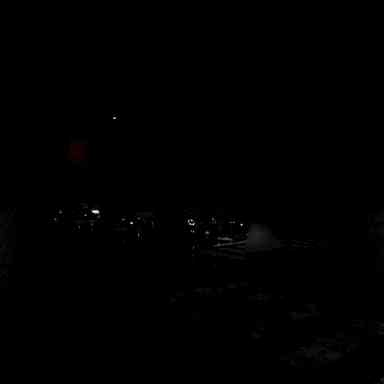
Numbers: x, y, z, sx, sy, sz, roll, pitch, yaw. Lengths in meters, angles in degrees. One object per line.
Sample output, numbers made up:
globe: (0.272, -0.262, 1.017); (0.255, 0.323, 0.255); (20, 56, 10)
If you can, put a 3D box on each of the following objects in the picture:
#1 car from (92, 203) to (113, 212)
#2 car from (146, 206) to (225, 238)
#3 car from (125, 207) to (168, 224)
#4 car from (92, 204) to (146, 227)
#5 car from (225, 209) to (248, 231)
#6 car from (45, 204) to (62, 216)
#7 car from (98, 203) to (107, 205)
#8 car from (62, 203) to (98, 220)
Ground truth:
car: (-15.401, 2.607, 56.888); (1.895, 1.301, 4.718); (0, -1, -36)
car: (-0.510, 1.636, 19.625); (2.097, 1.767, 4.553); (0, -1, -36)
car: (-4.242, 2.082, 30.250); (1.895, 1.301, 4.718); (0, -1, -36)
car: (-6.091, 2.009, 27.277); (2.033, 1.411, 5.357); (0, -1, -35)
car: (1.591, 1.801, 22.261); (1.837, 1.490, 4.892); (0, -1, -36)
car: (-17.763, 2.331, 43.322); (2.128, 1.511, 4.902); (0, -1, -36)
car: (-10.467, 2.230, 38.786); (2.033, 1.411, 5.357); (0, -1, -36)
car: (-11.931, 2.214, 35.286); (1.994, 1.385, 4.181); (0, -1, -36)
